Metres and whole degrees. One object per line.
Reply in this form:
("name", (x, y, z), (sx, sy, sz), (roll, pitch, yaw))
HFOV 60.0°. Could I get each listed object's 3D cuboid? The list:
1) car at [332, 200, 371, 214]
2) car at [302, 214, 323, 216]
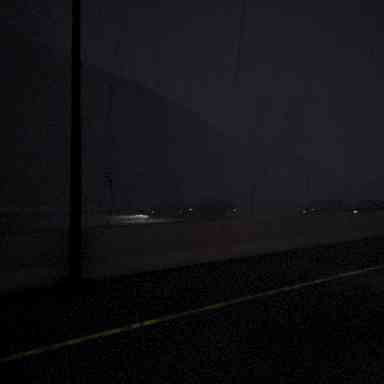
("car", (12.379, 1.327, 23.860), (4.902, 1.511, 2.128), (0, 1, -28))
("car", (10.892, 1.296, 27.035), (4.892, 1.490, 1.837), (1, 0, -28))
